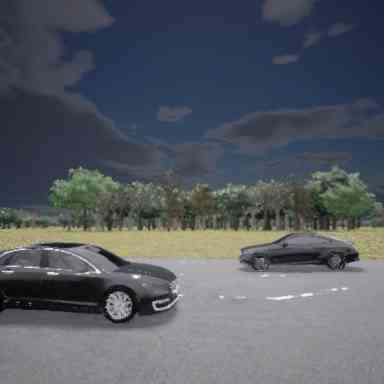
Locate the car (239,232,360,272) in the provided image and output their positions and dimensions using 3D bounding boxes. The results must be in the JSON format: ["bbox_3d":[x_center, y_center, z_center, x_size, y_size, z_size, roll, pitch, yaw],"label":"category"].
[{"bbox_3d":[4.299,2.401,13.680,4.674,1.442,1.812,-2,-5,7],"label":"car"}]

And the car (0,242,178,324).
[{"bbox_3d":[-2.744,1.927,7.559,4.892,1.490,1.837,0,-5,8],"label":"car"}]
